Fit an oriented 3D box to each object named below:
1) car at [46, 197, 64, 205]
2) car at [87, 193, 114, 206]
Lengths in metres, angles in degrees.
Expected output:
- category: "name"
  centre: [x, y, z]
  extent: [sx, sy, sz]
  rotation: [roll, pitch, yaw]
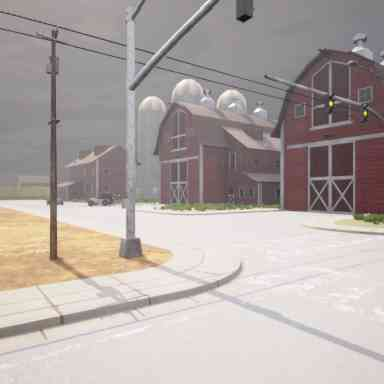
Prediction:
- category: "car"
  centre: [-23.312, 1.537, 56.553]
  extent: [1.994, 1.385, 4.181]
  rotation: [0, 0, -36]
- category: "car"
  centre: [-13.842, 1.118, 50.567]
  extent: [3.866, 1.878, 1.905]
  rotation: [-2, 5, 11]
